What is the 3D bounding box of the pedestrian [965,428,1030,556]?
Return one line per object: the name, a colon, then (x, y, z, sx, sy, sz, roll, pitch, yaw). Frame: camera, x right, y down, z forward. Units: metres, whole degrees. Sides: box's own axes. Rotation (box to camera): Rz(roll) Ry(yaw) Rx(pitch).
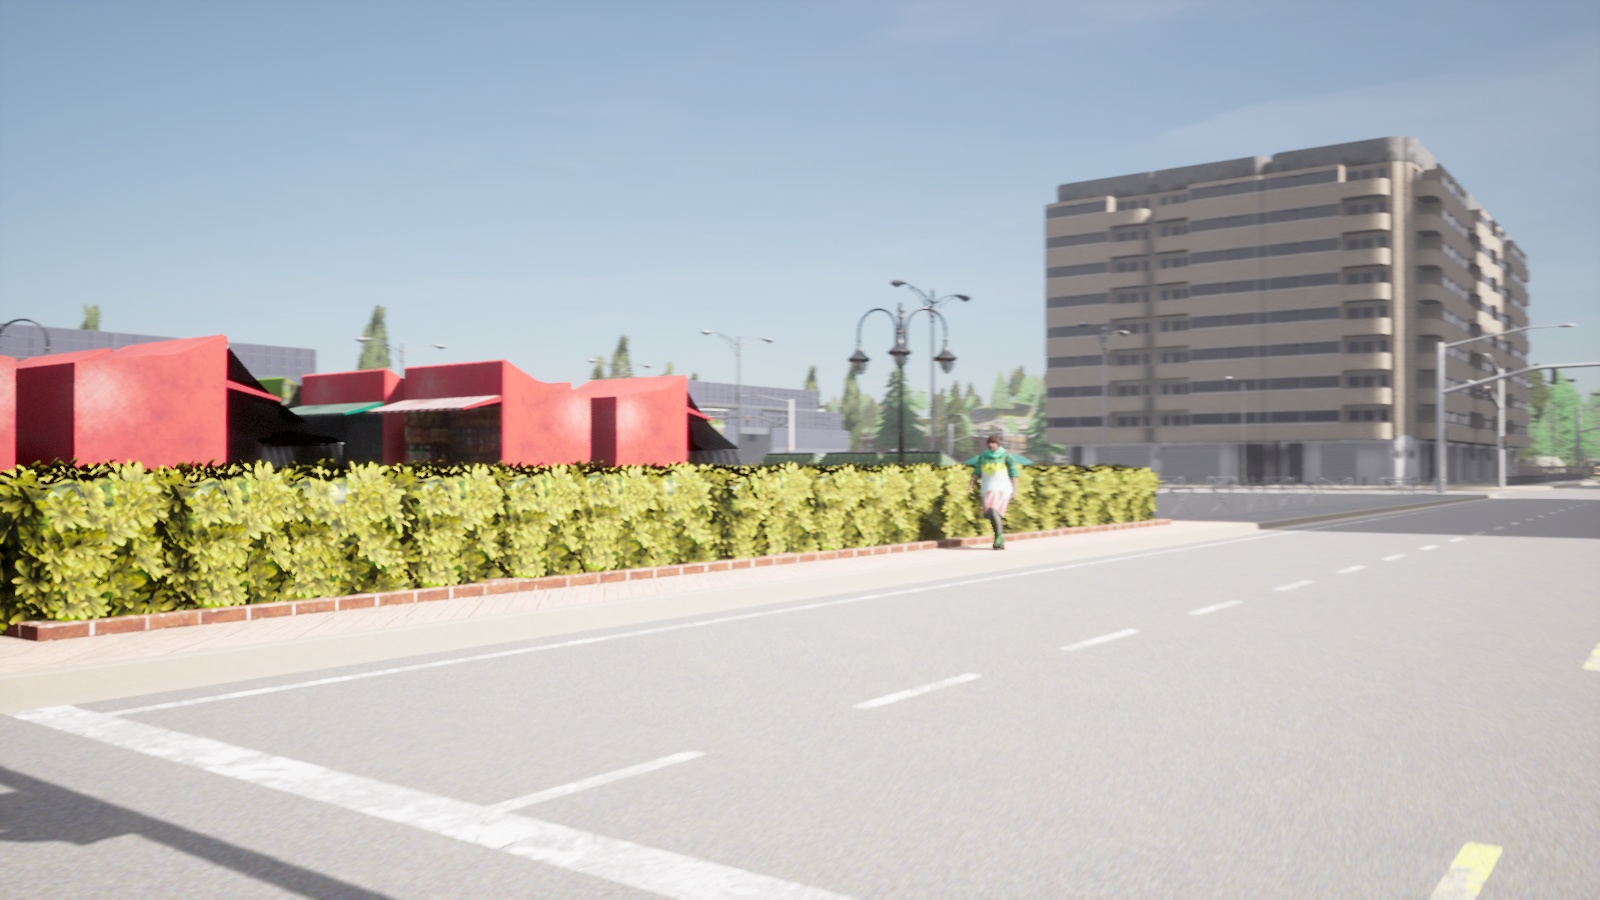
pedestrian: (3.116, 0.649, 19.759, 0.659, 1.952, 0.873, -1, -1, 38)
